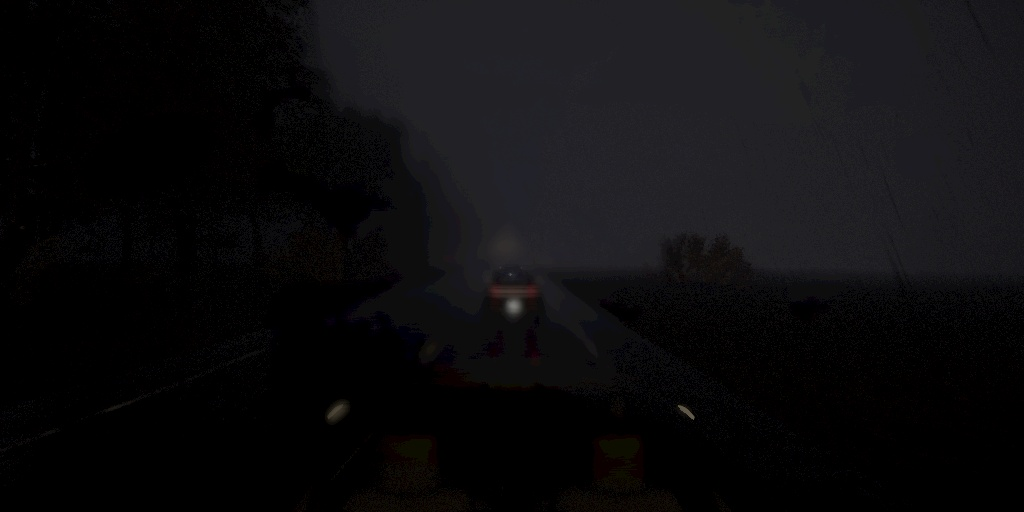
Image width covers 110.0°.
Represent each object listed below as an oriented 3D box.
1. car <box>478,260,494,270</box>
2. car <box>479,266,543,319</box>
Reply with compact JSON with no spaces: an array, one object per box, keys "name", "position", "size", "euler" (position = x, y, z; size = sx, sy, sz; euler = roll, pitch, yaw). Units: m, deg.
[{"name":"car","position":[-3.588,1.356,50.037],"size":[2.128,1.511,4.902],"euler":[0,0,0]},{"name":"car","position":[0.069,1.272,12.925],"size":[2.128,1.511,4.902],"euler":[0,0,0]}]
